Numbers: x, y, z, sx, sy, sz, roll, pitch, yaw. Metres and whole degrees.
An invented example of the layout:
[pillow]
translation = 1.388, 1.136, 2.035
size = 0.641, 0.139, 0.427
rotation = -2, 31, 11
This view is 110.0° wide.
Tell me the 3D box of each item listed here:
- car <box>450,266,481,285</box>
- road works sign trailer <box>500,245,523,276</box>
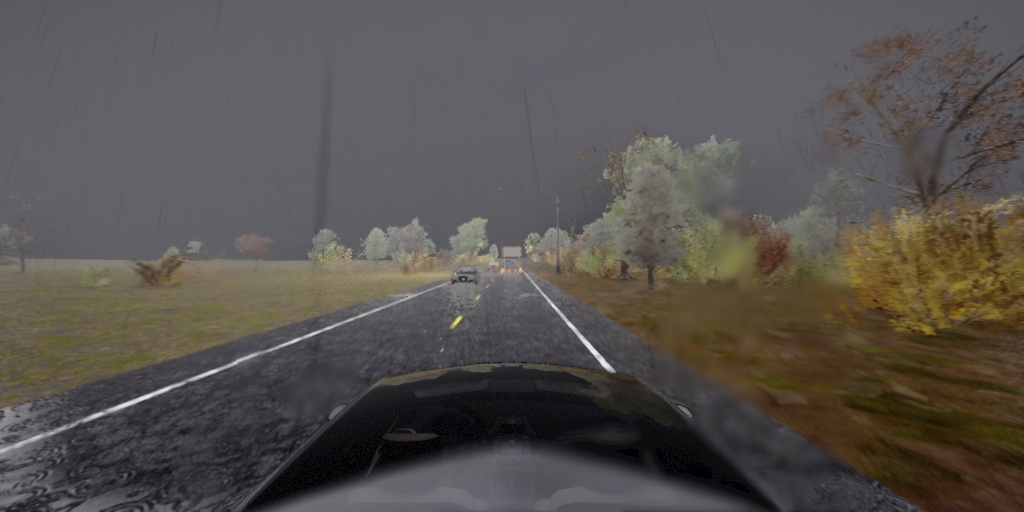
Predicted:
[car]
translation = -3.582, 1.519, 28.272
size = 1.994, 1.385, 4.181
rotation = 0, 0, 0
[road works sign trailer]
translation = 0.011, 0.523, 42.523
size = 2.380, 3.560, 2.880
rotation = 0, 0, 0
